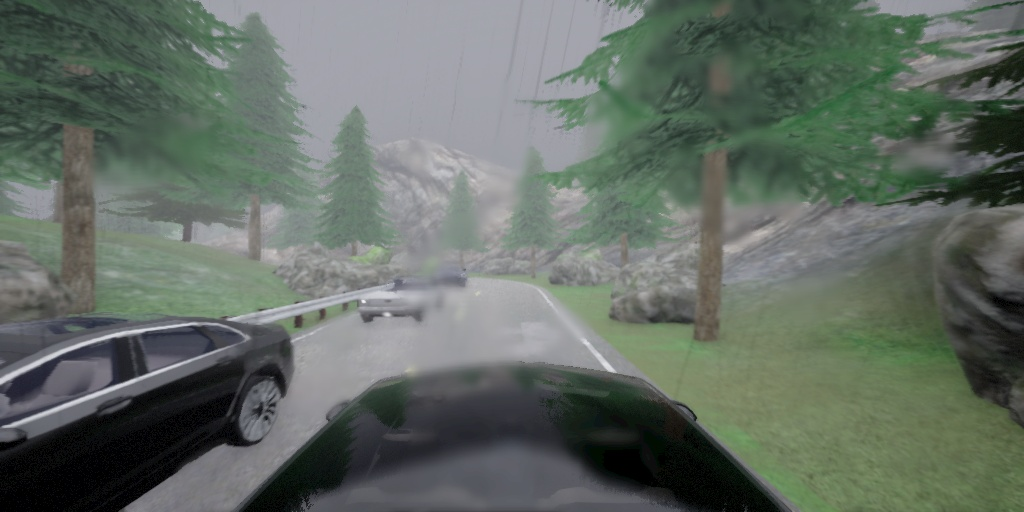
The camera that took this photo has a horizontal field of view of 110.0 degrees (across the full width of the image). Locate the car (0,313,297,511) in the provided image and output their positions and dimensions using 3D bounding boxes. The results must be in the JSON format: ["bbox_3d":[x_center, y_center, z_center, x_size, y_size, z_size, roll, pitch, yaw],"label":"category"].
[{"bbox_3d":[-3.594,1.262,2.487,2.128,1.511,4.902,0,0,-1],"label":"car"}]

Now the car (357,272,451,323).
[{"bbox_3d":[-3.605,1.406,12.619,1.895,1.301,4.718,0,0,0],"label":"car"}]

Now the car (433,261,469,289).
[{"bbox_3d":[-4.132,1.199,23.836,2.097,1.767,4.553,0,0,-13],"label":"car"}]
